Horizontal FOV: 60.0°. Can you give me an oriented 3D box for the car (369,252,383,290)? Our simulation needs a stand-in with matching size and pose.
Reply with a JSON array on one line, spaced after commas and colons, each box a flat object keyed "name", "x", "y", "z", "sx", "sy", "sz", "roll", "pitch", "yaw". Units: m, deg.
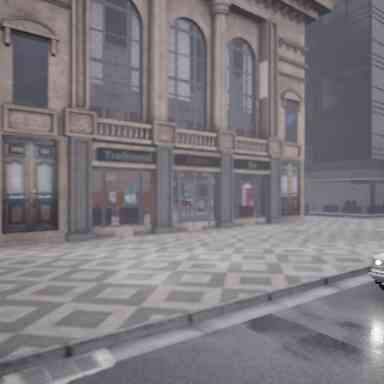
[{"name": "car", "x": 6.127, "y": 1.576, "z": 7.725, "sx": 4.718, "sy": 1.301, "sz": 1.895, "roll": 0, "pitch": 0, "yaw": -35}]
